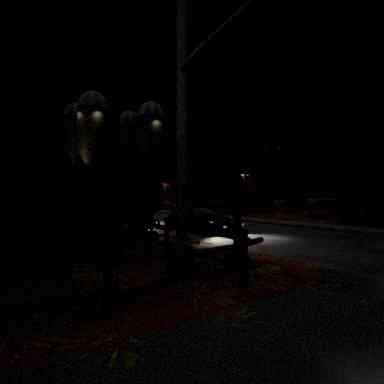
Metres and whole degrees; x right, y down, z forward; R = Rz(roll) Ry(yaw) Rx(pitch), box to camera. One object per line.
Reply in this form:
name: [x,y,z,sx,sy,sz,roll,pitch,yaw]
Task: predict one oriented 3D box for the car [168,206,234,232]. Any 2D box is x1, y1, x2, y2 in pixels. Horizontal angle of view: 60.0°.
car: [0.342,1.526,18.976,1.812,1.442,4.674,0,0,-36]
